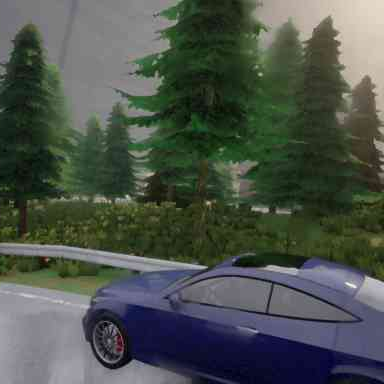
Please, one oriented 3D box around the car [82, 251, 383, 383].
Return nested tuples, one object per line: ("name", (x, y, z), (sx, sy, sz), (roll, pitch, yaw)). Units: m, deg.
("car", (0.744, 1.499, 4.105), (4.674, 1.442, 1.812), (1, 1, 31))
